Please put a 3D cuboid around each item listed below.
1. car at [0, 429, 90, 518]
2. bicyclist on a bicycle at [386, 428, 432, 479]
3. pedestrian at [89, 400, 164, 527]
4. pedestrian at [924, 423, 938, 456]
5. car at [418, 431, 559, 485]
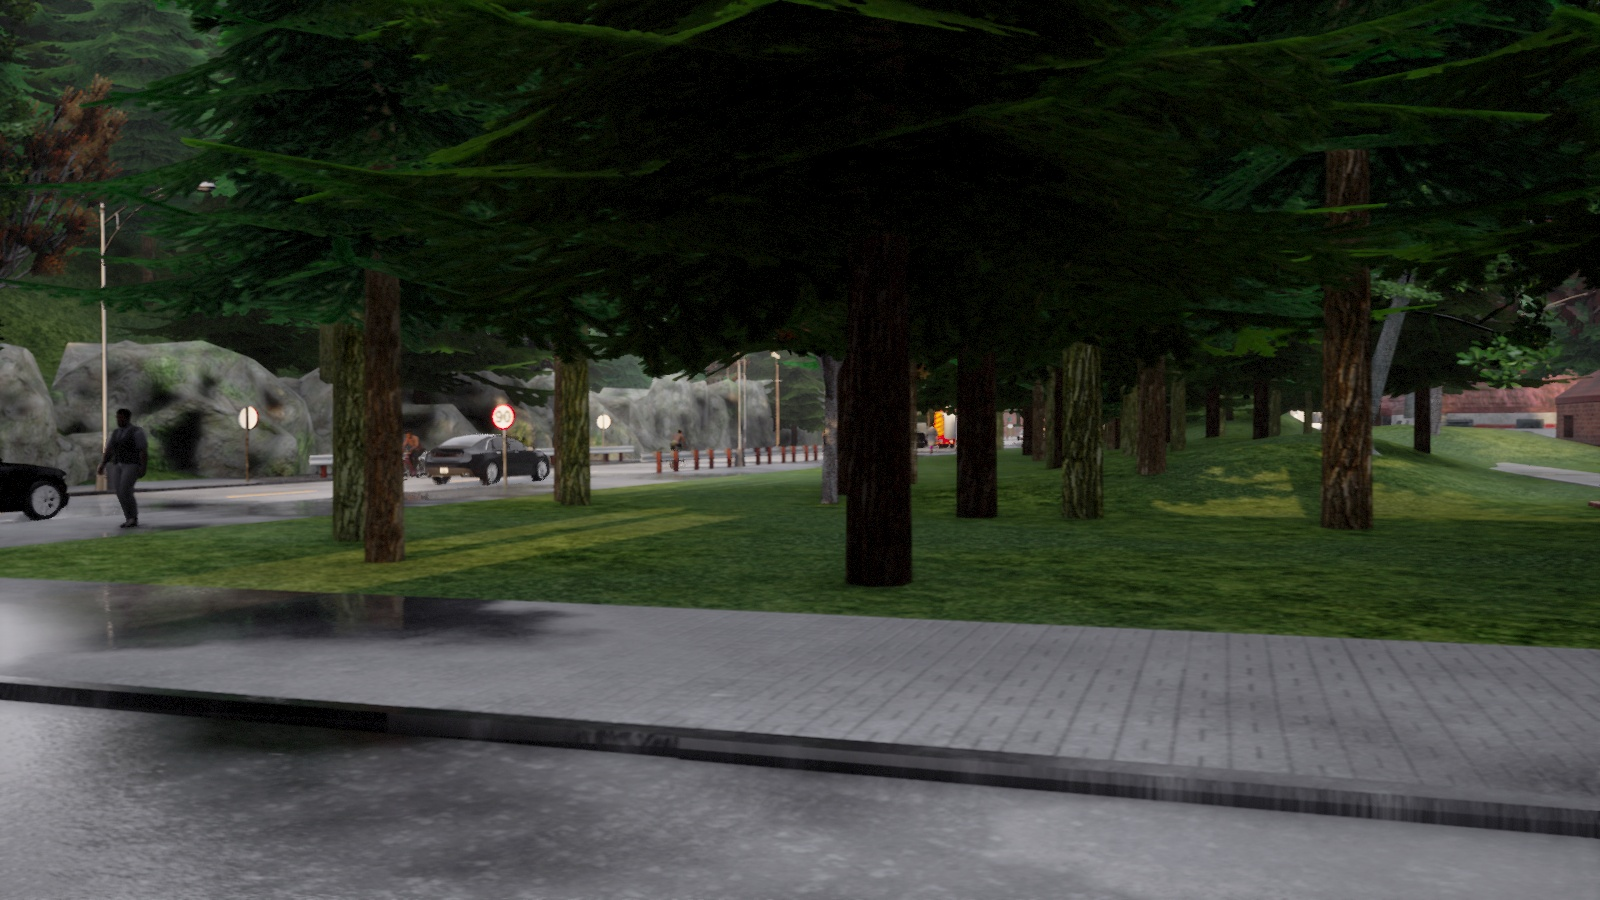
[{"bbox_3d":[-14.967,0.411,21.465,1.882,1.535,5.008,0,1,17],"label":"car"},{"bbox_3d":[-12.716,0.084,40.900,0.582,1.620,1.656,1,1,18],"label":"bicyclist on a bicycle"},{"bbox_3d":[-10.302,0.195,19.219,0.563,1.883,0.849,1,1,19],"label":"pedestrian"},{"bbox_3d":[7.878,-0.638,75.483,0.659,1.952,0.873,0,1,17],"label":"pedestrian"},{"bbox_3d":[-9.375,0.192,38.264,1.837,1.490,4.892,1,2,18],"label":"car"}]
